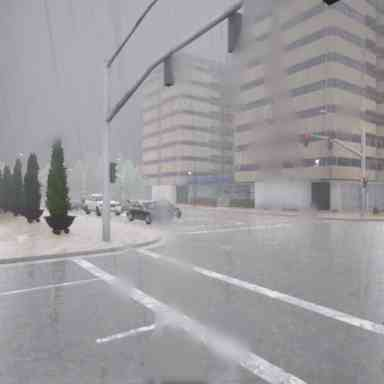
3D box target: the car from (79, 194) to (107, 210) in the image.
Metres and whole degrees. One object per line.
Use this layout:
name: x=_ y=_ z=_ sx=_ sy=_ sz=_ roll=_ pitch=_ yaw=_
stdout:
car: x=-13.742 y=1.247 z=45.921 sx=2.150 sy=2.045 sz=5.566 roll=0 pitch=0 yaw=-34

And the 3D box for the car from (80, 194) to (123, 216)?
car: x=-8.880 y=1.241 z=32.804 sx=2.150 sy=2.045 sz=5.566 roll=0 pitch=0 yaw=-35

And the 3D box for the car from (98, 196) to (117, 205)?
car: x=-15.444 y=1.564 z=60.882 sx=1.812 sy=1.442 sz=4.674 roll=0 pitch=0 yaw=-35

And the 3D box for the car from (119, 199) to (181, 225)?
car: x=-3.230 y=1.511 z=24.714 sx=2.128 sy=1.511 sz=4.902 roll=0 pitch=0 yaw=-35

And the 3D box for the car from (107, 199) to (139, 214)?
car: x=-7.844 y=1.530 z=37.437 sx=1.837 sy=1.490 sz=4.892 roll=0 pitch=0 yaw=-35

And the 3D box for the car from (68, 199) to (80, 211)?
car: x=-14.491 y=1.545 z=40.833 sx=1.812 sy=1.442 sz=4.674 roll=0 pitch=0 yaw=-35

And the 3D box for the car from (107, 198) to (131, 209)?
car: x=-10.517 y=1.596 z=47.719 sx=1.994 sy=1.385 sz=4.181 roll=0 pitch=0 yaw=-35

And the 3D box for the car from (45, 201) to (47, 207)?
car: x=-20.457 y=1.498 z=49.464 sx=1.882 sy=1.535 sz=5.008 roll=0 pitch=0 yaw=-34
